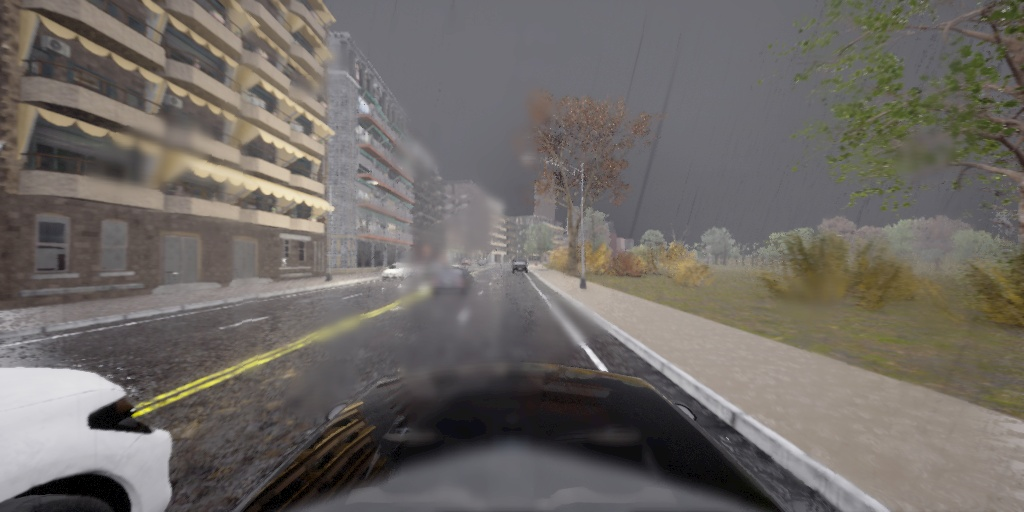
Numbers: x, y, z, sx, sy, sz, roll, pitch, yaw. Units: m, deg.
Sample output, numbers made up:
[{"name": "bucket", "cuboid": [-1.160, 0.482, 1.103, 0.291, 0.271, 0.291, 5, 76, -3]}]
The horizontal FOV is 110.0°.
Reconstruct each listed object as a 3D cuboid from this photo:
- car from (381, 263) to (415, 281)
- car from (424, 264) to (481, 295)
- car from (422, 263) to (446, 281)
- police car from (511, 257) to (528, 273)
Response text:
[{"name": "car", "cuboid": [-9.836, 1.375, 31.383, 1.812, 1.442, 4.674, 0, 0, 0]}, {"name": "car", "cuboid": [-3.155, 1.358, 20.103, 2.033, 1.411, 5.357, 0, 0, 0]}, {"name": "car", "cuboid": [-6.587, 1.355, 31.657, 1.837, 1.490, 4.892, 0, 0, 0]}, {"name": "police car", "cuboid": [0.975, 1.328, 45.761, 1.930, 1.638, 5.238, 0, 0, 0]}]
